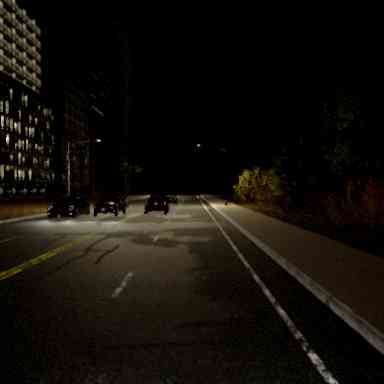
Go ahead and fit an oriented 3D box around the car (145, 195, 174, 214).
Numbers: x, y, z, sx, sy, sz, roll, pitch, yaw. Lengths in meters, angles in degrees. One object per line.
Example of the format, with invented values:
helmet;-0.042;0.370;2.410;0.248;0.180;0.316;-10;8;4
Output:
car;-3.148;1.058;31.256;2.097;1.767;4.553;0;1;0

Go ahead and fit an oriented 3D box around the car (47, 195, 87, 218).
car;-9.748;1.165;26.638;2.097;1.767;4.553;0;1;0

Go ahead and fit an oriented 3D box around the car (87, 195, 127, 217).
car;-6.498;1.056;26.606;1.837;1.490;4.892;0;1;0

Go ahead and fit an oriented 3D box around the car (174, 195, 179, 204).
car;-3.147;1.084;51.094;1.994;1.385;4.181;0;0;0
